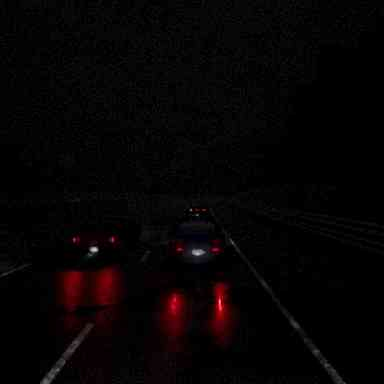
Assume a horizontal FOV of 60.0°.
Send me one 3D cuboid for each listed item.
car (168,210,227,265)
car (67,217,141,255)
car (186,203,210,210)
[{"bbox_3d":[0.188,1.586,11.876,1.812,1.442,4.674,0,0,1],"label":"car"},{"bbox_3d":[-3.295,1.670,13.521,1.895,1.301,4.718,0,0,1],"label":"car"},{"bbox_3d":[0.505,1.677,28.978,2.128,1.511,4.902,0,0,1],"label":"car"}]
